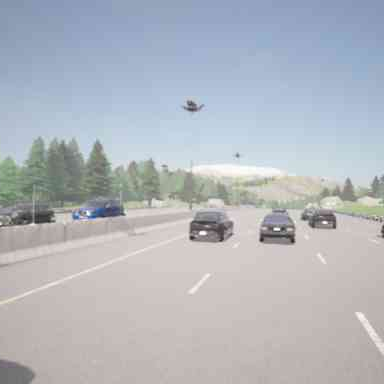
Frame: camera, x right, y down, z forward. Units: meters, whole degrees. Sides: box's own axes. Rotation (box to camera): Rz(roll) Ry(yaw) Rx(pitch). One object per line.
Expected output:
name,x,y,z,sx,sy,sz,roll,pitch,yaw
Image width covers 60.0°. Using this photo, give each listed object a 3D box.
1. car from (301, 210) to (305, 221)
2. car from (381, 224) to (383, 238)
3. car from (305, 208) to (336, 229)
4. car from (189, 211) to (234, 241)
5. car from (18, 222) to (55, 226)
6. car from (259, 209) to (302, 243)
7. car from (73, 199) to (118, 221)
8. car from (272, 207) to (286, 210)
car,13.643,2.578,38.258,1.994,1.385,4.181,1,-2,15
car,11.929,2.000,18.226,1.812,1.442,4.674,1,-1,15
car,10.932,2.208,28.082,1.837,1.490,4.892,1,-2,15
car,1.179,1.824,18.666,1.837,1.490,4.892,1,-1,15
car,-12.057,1.590,24.125,2.097,1.767,4.553,1,-1,15
car,4.780,1.920,18.585,2.033,1.411,5.357,1,-1,15
car,-7.543,1.610,27.462,2.150,2.045,5.566,1,-1,15
car,9.283,2.363,35.490,2.128,1.511,4.902,1,-1,15
